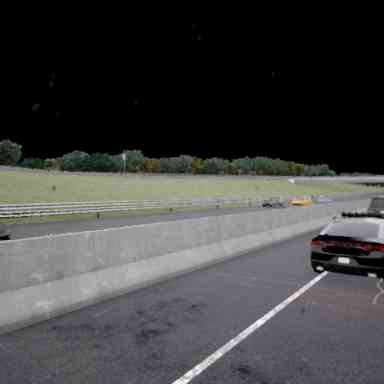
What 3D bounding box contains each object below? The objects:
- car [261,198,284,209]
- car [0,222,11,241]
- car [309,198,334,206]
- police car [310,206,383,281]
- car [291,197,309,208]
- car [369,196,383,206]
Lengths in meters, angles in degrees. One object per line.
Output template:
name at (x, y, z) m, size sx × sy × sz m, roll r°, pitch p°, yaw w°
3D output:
car at (11.461, 1.597, 47.274) m, size 1.994 × 1.385 × 4.181 m, roll 0°, pitch 0°, yaw 35°
car at (-9.573, 1.548, 11.938) m, size 2.033 × 1.411 × 5.357 m, roll 0°, pitch 0°, yaw 36°
car at (17.157, 1.557, 43.206) m, size 1.812 × 1.442 × 4.674 m, roll 0°, pitch 0°, yaw 35°
police car at (5.118, 1.421, 9.988) m, size 1.930 × 1.638 × 5.238 m, roll 0°, pitch 0°, yaw 36°
car at (15.525, 1.512, 46.948) m, size 1.882 × 1.535 × 5.008 m, roll 0°, pitch 0°, yaw 35°
car at (10.918, 1.222, 18.047) m, size 2.150 × 2.045 × 5.566 m, roll 0°, pitch 0°, yaw 36°
